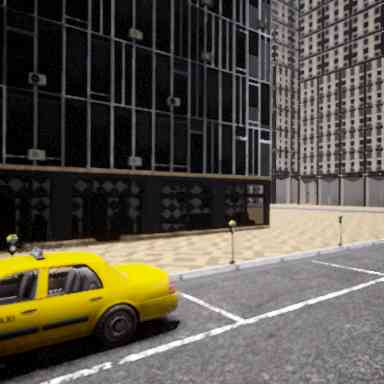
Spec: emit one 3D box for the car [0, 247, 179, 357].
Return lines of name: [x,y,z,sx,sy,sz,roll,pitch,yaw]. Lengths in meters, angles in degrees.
car: [-2.496,1.528,4.775,4.829,1.417,1.752,0,0,-36]
